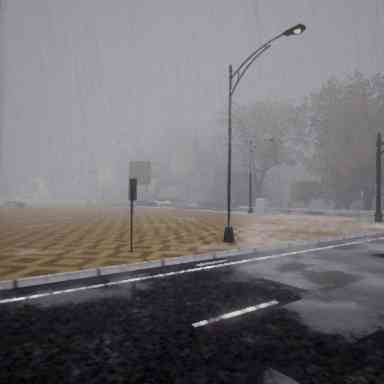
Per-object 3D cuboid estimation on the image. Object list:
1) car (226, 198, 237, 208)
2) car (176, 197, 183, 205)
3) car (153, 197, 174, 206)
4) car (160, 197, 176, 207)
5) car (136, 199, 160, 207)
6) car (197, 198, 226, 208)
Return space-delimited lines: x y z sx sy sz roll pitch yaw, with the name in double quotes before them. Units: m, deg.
"car" 5.585 1.815 57.462 2.097 1.767 4.553 1 -1 -36
"car" -3.692 1.922 70.329 1.837 1.490 4.892 1 -1 -36
"car" -5.824 1.897 67.729 2.097 1.767 4.553 1 -1 -36
"car" -5.555 1.994 61.794 1.812 1.442 4.674 1 -1 -36
"car" -8.175 2.036 59.869 1.895 1.301 4.718 1 -1 -36
"car" 2.912 2.014 55.606 1.895 1.301 4.718 1 -1 -36
